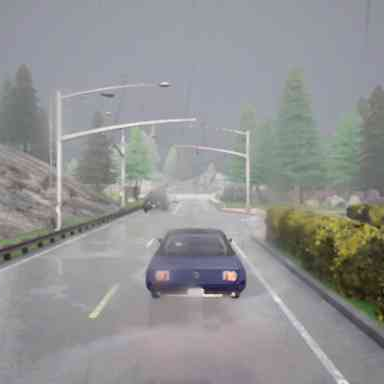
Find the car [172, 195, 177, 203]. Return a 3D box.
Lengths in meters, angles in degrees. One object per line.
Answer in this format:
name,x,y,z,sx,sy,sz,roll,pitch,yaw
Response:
car,-3.550,1.154,54.894,1.895,1.301,4.718,0,0,1

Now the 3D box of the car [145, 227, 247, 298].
car,0.080,1.533,8.282,1.895,1.301,4.718,0,0,0

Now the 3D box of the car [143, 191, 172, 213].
car,-3.585,0.945,33.953,2.150,2.045,5.566,0,1,0
